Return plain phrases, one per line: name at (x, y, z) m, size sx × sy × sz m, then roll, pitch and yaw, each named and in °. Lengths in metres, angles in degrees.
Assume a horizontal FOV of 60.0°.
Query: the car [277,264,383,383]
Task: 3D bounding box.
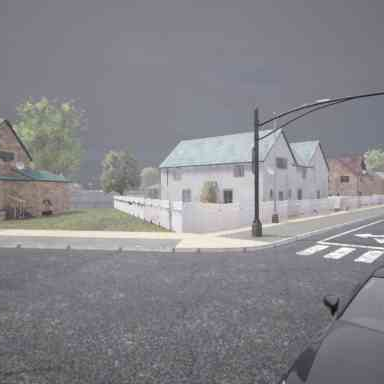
car at (2.548, 1.524, 3.442) m, size 1.812 × 1.442 × 4.674 m, roll 0°, pitch 0°, yaw 42°
